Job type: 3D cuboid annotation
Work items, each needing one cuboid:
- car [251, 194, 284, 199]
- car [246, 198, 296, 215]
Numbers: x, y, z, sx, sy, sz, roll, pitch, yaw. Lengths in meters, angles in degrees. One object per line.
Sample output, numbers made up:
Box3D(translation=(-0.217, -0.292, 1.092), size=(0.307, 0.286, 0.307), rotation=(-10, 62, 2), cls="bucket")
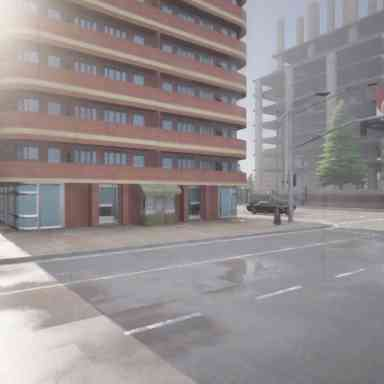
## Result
Box3D(translation=(8.819, 1.222, 37.042), size=(2.150, 2.045, 5.566), rotation=(0, 0, -36), cls="car")
Box3D(translation=(7.662, 1.601, 32.699), size=(1.895, 1.301, 4.718), rotation=(0, 0, -36), cls="car")
